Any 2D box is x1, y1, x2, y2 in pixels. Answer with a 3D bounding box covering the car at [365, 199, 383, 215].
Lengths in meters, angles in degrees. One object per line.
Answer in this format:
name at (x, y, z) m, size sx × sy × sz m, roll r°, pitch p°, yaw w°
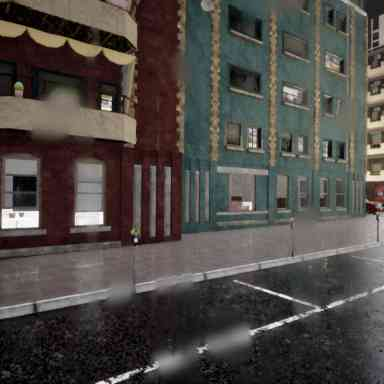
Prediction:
car at (15.703, 1.241, 32.220) m, size 2.192 × 1.841 × 5.009 m, roll 1°, pitch 0°, yaw -36°
